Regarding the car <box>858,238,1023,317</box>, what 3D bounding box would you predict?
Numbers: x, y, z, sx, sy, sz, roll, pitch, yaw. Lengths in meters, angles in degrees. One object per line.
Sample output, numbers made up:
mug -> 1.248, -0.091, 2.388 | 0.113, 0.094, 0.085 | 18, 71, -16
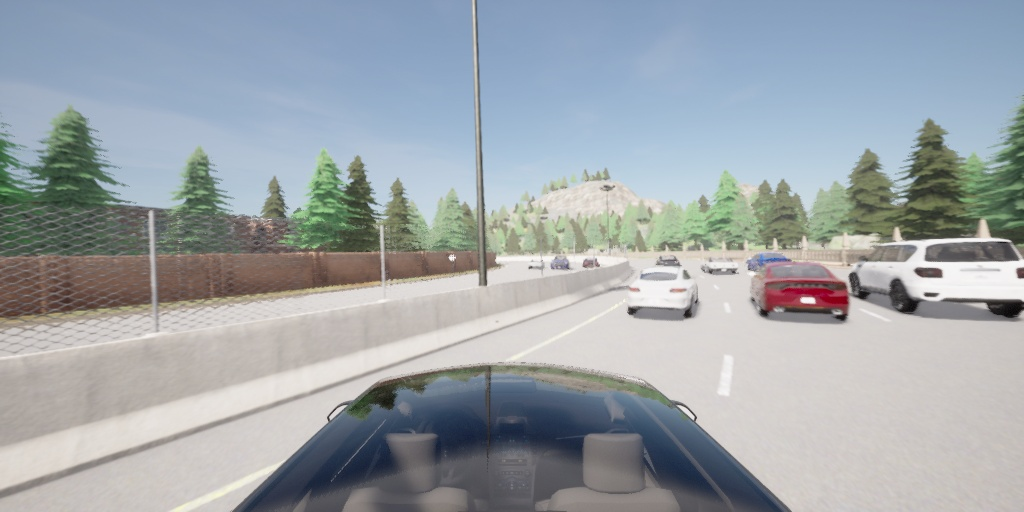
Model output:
car -> 12.552, 0.527, 11.003 | 2.150, 2.045, 5.566 | -2, 0, 28

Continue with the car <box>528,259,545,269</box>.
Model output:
car -> 3.241, 1.047, 47.557 | 1.895, 1.301, 4.718 | -2, 0, 10

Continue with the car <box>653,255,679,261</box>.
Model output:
car -> 13.690, 0.671, 31.719 | 2.128, 1.511, 4.902 | -2, 0, 18

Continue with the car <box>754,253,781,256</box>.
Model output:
car -> 19.767, 0.479, 27.862 | 1.882, 1.535, 5.008 | -2, 0, 19

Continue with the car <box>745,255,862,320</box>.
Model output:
car -> 8.627, 0.909, 11.131 | 1.882, 1.535, 5.008 | -2, 0, 30

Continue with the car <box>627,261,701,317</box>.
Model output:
car -> 5.122, 1.066, 12.052 | 1.812, 1.442, 4.674 | -2, 0, 30

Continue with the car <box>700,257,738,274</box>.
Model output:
car -> 16.370, 0.708, 28.603 | 1.895, 1.301, 4.718 | -2, 0, 19

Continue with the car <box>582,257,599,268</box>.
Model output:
car -> 10.028, 0.801, 45.892 | 1.994, 1.385, 4.181 | -2, 0, 11

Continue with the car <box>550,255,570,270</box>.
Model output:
car -> 5.897, 0.730, 43.529 | 2.097, 1.767, 4.553 | -2, 0, 13
